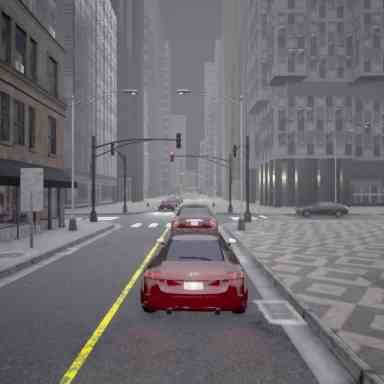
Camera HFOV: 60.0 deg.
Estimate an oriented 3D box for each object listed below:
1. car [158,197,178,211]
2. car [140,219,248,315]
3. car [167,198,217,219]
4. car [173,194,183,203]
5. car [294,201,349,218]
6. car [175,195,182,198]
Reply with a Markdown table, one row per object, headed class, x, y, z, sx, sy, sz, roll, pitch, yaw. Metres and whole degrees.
| class | x | y | z | sx | sy | sz | roll | pitch | yaw |
| --- | --- | --- | --- | --- | --- | --- | --- | --- | --- |
| car | -3.072 | 1.624 | 41.283 | 1.895 | 1.301 | 4.718 | 0 | 0 | 0 |
| car | 0.088 | 1.565 | 7.654 | 1.994 | 1.385 | 4.181 | 0 | 0 | 2 |
| car | 0.161 | 1.356 | 16.275 | 2.097 | 1.767 | 4.553 | 0 | 0 | 2 |
| car | -2.959 | 1.414 | 70.933 | 2.097 | 1.767 | 4.553 | 0 | 0 | 0 |
| car | 11.760 | 1.543 | 30.318 | 4.674 | 1.442 | 1.812 | 0 | 0 | 1 |
| car | -3.063 | 1.580 | 50.935 | 2.033 | 1.411 | 5.357 | 0 | 0 | 0 |
